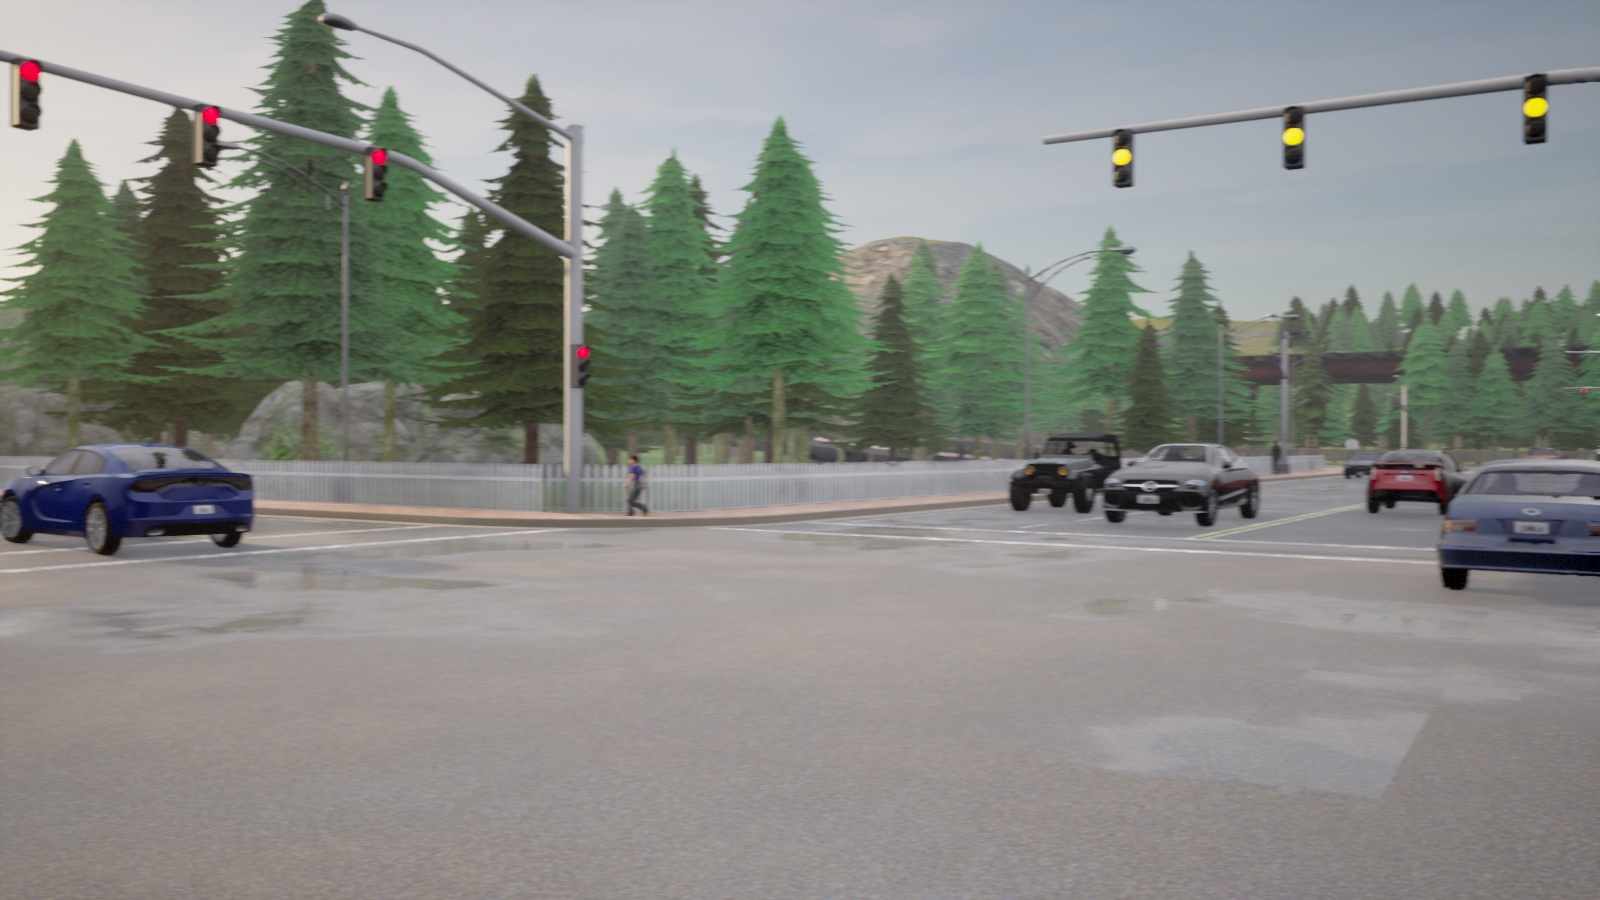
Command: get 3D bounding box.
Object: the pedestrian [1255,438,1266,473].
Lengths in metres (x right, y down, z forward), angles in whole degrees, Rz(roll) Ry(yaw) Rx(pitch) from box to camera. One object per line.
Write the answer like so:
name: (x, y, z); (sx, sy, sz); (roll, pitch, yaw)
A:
pedestrian: (24.186, 0.277, 65.893); (0.353, 1.847, 0.614); (0, 0, 41)

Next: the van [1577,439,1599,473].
van: (48.629, 0.336, 76.577); (2.069, 2.038, 4.480); (0, 0, 33)

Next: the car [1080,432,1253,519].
car: (7.830, 0.470, 26.491); (2.152, 1.651, 5.027); (0, 0, 33)

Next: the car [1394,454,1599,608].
car: (8.299, 0.765, 14.344); (2.033, 1.411, 5.357); (0, 0, 33)

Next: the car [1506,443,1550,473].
car: (44.271, 0.469, 76.288); (2.097, 1.767, 4.553); (0, 0, 33)

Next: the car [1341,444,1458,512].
car: (14.708, 0.634, 30.669); (2.007, 1.525, 4.514); (0, 0, 33)

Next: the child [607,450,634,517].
child: (-3.423, 0.627, 23.929); (0.437, 1.263, 0.270); (0, 0, 13)

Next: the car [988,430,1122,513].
car: (6.258, 0.477, 30.501); (1.905, 1.878, 3.866); (0, 0, 33)

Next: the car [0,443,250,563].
car: (-10.213, 0.673, 18.282); (5.008, 1.535, 1.882); (0, 0, 38)

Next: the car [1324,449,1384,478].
car: (28.957, 0.670, 65.529); (2.033, 1.411, 5.357); (0, 0, 33)
